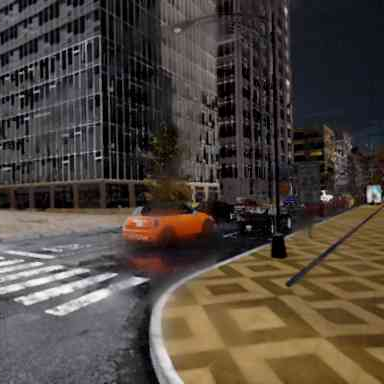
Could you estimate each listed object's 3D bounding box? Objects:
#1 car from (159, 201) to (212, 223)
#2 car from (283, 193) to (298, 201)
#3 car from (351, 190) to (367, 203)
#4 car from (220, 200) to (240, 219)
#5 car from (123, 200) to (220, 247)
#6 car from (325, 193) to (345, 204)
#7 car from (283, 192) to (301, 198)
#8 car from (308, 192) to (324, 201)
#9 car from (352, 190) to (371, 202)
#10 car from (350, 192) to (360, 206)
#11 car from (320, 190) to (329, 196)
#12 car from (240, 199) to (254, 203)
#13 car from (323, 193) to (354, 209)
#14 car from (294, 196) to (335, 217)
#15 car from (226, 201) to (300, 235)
[{"bbox_3d":[-0.388,1.479,26.072,1.752,1.417,4.829,-1,0,33],"label":"car"},{"bbox_3d":[12.994,1.145,42.053,1.882,1.535,5.008,-2,-1,33],"label":"car"},{"bbox_3d":[24.760,0.696,49.763,2.192,1.841,5.009,-1,0,33],"label":"car"},{"bbox_3d":[1.343,1.371,23.993,1.882,1.535,5.008,-2,0,33],"label":"car"},{"bbox_3d":[-0.902,1.257,14.761,2.097,1.767,4.553,-2,0,33],"label":"car"},{"bbox_3d":[21.284,0.954,49.335,1.882,1.535,5.008,-2,0,33],"label":"car"},{"bbox_3d":[27.155,0.804,90.434,4.507,1.381,1.887,-1,-1,32],"label":"car"},{"bbox_3d":[23.718,0.929,63.648,1.967,1.590,4.097,-1,0,33],"label":"car"},{"bbox_3d":[27.762,0.638,54.442,2.192,1.841,5.009,-1,0,33],"label":"car"},{"bbox_3d":[18.853,1.020,40.548,1.752,1.417,4.829,-1,0,33],"label":"car"},{"bbox_3d":[15.774,0.804,40.661,2.150,2.045,5.566,-2,0,33],"label":"car"},{"bbox_3d":[5.708,1.418,35.574,1.802,1.307,4.206,-1,0,33],"label":"car"},{"bbox_3d":[15.759,1.099,35.727,1.887,1.381,4.507,-1,0,33],"label":"car"},{"bbox_3d":[9.756,1.253,26.369,1.802,1.307,4.206,-1,0,33],"label":"car"},{"bbox_3d":[3.752,1.338,17.010,2.008,1.369,4.403,-1,0,33],"label":"car"}]
